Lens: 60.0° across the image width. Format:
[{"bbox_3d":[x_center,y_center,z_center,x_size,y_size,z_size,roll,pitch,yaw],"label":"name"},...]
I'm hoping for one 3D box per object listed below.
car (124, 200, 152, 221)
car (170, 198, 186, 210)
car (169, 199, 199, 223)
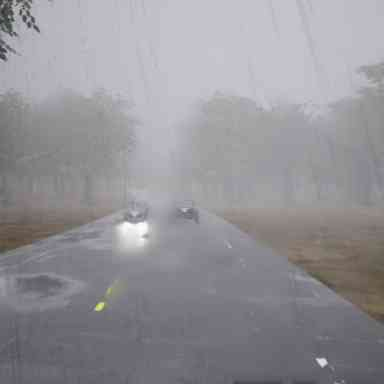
[{"bbox_3d":[-4.372,1.460,27.177,2.128,1.511,4.902,0,0,-3],"label":"car"},{"bbox_3d":[-1.883,1.494,43.169,1.895,1.301,4.718,0,0,-5],"label":"car"},{"bbox_3d":[-0.623,1.315,25.092,2.097,1.767,4.553,0,0,-3],"label":"car"}]
